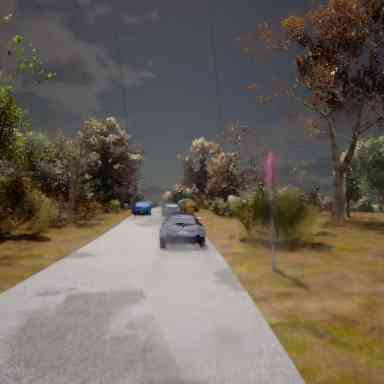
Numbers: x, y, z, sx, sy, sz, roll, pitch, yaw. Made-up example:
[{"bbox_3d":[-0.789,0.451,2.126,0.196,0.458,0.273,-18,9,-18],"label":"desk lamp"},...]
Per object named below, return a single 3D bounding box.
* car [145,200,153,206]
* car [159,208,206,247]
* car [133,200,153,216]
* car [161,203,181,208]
[{"bbox_3d":[-10.001,2.566,77.091,1.812,1.442,4.674,0,-2,-6],"label":"car"},{"bbox_3d":[-0.491,1.641,15.549,1.994,1.385,4.181,0,0,-4],"label":"car"},{"bbox_3d":[-5.375,1.796,36.255,1.882,1.535,5.008,0,-1,-6],"label":"car"},{"bbox_3d":[-2.060,1.801,32.983,1.812,1.442,4.674,0,-1,-6],"label":"car"}]
